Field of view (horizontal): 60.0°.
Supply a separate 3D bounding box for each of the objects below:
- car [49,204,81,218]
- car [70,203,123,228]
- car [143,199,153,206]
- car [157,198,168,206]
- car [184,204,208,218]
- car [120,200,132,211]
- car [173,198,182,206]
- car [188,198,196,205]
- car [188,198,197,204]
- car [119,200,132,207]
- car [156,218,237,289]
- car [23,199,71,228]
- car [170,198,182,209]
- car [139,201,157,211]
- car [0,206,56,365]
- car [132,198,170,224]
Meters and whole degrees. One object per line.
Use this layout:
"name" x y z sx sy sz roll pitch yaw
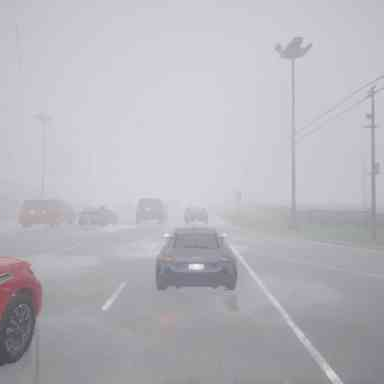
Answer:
"car" -13.862 2.006 36.587 1.994 1.385 4.181 0 -1 0
"car" -6.875 1.789 24.616 2.128 1.511 4.902 0 -1 0
"car" -10.418 2.455 79.055 1.837 1.490 4.892 0 -1 0
"car" -6.918 2.310 79.023 2.097 1.767 4.553 0 -1 0
"car" 0.273 1.947 28.602 1.895 1.301 4.718 0 -1 -3
"car" -10.347 2.178 52.181 2.033 1.411 5.357 0 -1 0
"car" -3.417 2.316 79.530 2.097 1.767 4.553 0 -1 0
"car" 0.082 2.257 78.355 1.882 1.535 5.008 0 -1 0
"car" 0.071 2.384 68.350 1.994 1.385 4.181 0 -1 0
"car" -13.927 2.393 69.998 1.994 1.385 4.181 0 -1 0
"car" 0.109 1.681 9.518 1.994 1.385 4.181 0 -1 0
"car" -10.376 1.516 24.312 2.150 2.045 5.566 0 -1 0
"car" -3.341 2.048 57.537 2.097 1.767 4.553 0 -1 0
"car" -6.845 2.175 51.957 2.033 1.411 5.357 0 -1 0
"car" -3.398 1.257 2.794 2.150 2.045 5.566 0 -1 0
"car" -3.371 1.564 28.475 2.150 2.045 5.566 0 -1 0
